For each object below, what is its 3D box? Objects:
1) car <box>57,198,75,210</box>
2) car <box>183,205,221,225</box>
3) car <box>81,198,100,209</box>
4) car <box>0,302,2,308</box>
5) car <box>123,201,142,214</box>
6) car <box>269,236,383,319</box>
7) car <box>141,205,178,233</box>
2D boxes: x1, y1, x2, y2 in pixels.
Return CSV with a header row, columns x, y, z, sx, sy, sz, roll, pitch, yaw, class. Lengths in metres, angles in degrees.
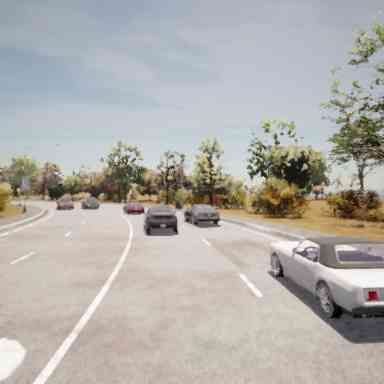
x,y,z,sx,sy,sz,roll,pitch,yaw,class
-17.972,1.614,47.251,2.097,1.767,4.553,0,0,-25,car
0.657,1.669,25.370,2.033,1.411,5.357,0,0,-13,car
-15.016,1.621,49.212,2.097,1.767,4.553,0,0,-26,car
-3.716,1.575,2.616,2.033,1.411,5.357,0,0,-2,car
-6.765,1.768,38.392,1.994,1.385,4.181,0,0,-19,car
3.219,1.625,7.414,1.895,1.301,4.718,0,0,-4,car
-2.001,1.610,20.619,1.837,1.490,4.892,0,0,-10,car
